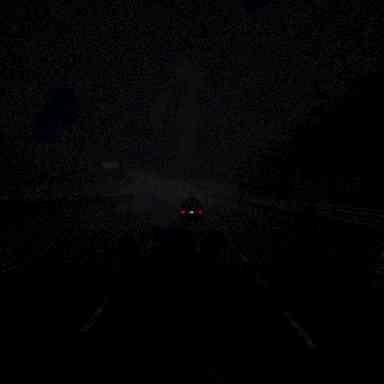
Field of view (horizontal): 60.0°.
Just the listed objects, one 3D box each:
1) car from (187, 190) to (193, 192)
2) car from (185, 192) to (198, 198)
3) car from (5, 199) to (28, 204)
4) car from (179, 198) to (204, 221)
[{"bbox_3d":[-0.046,0.945,76.236,2.128,1.511,4.902,0,1,0],"label":"car"},{"bbox_3d":[-0.033,1.237,54.170,1.837,1.490,4.892,0,1,0],"label":"car"},{"bbox_3d":[-17.589,1.444,33.418,1.994,1.385,4.181,0,0,0],"label":"car"},{"bbox_3d":[-0.016,1.473,26.132,2.033,1.411,5.357,0,0,0],"label":"car"}]
